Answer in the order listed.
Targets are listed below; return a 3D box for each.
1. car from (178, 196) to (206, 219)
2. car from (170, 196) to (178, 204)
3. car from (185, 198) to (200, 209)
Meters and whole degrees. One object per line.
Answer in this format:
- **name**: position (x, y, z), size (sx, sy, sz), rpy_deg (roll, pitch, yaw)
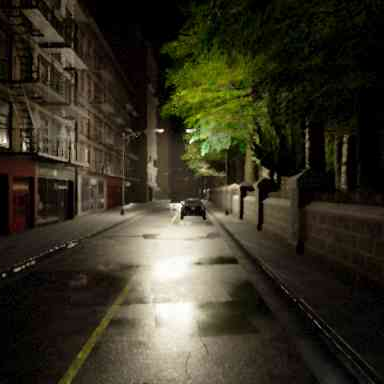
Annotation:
- **car**: position (0.088, 1.350, 28.809), size (2.097, 1.767, 4.553), rpy_deg (0, 0, 0)
- **car**: position (-3.052, 1.492, 63.169), size (1.837, 1.490, 4.892), rpy_deg (0, 0, 0)
- **car**: position (0.080, 1.558, 46.165), size (1.994, 1.385, 4.181), rpy_deg (0, 0, 0)
